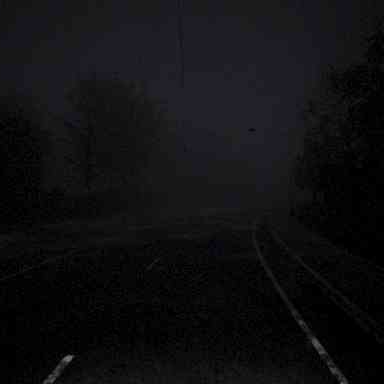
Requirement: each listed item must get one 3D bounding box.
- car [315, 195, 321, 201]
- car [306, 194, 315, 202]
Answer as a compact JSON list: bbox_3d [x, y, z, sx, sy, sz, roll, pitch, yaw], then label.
[{"bbox_3d":[31.826,1.152,78.371,2.150,2.045,5.566,-3,-3,43],"label":"car"},{"bbox_3d":[29.494,1.423,80.995,2.097,1.767,4.553,-3,-3,43],"label":"car"}]
